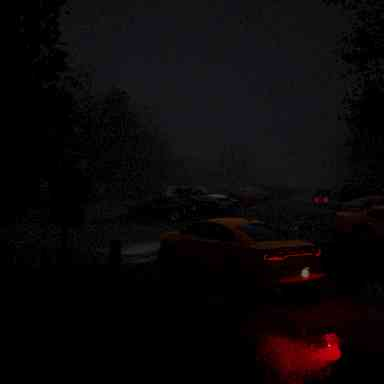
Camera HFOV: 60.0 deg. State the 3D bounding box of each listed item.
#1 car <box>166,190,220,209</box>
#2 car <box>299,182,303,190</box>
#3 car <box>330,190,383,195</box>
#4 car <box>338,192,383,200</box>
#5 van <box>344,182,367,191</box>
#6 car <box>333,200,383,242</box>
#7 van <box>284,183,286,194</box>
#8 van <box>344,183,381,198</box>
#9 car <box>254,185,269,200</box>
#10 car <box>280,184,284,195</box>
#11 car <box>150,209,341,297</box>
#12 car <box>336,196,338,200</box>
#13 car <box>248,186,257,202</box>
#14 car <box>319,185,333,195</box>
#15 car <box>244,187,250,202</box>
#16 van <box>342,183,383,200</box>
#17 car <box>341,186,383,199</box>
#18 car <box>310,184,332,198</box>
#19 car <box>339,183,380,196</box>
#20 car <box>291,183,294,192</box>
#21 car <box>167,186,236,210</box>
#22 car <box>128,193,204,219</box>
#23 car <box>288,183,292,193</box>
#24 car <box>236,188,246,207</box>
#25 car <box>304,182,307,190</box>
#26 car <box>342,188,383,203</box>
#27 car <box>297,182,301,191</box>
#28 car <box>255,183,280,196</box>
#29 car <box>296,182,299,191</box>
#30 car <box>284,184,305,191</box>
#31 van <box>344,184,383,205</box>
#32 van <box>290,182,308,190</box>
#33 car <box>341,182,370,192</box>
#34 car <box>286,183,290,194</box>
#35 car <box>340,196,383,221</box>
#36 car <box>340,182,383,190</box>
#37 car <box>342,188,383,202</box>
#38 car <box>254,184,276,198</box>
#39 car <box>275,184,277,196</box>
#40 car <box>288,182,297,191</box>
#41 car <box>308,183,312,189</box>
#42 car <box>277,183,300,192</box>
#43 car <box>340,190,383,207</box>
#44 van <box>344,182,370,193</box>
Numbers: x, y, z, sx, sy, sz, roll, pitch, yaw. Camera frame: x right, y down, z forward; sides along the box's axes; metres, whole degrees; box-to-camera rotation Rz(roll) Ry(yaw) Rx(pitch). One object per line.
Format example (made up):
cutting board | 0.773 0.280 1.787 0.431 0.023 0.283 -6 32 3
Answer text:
car | -0.812 0.917 24.589 5.008 1.535 2.097 1 3 25
car | 19.826 -0.831 70.054 5.366 1.575 1.946 1 2 25
car | 13.211 0.893 24.249 5.366 1.575 1.946 1 3 25
car | 9.998 1.100 16.719 4.553 1.767 2.185 1 3 25
van | 36.612 -1.193 74.554 4.442 1.987 1.878 1 2 25
car | 8.810 1.336 14.223 5.008 1.535 2.097 1 3 25
van | 12.006 -0.442 52.264 4.442 1.987 1.878 1 2 25
van | 23.866 -0.237 46.753 4.442 1.987 1.878 1 2 25
car | 6.003 0.244 39.906 5.366 1.575 1.946 1 3 25
car | 10.770 -0.102 49.786 4.792 1.488 2.163 1 2 25
car | 0.892 1.389 8.476 1.882 1.535 5.008 2 -1 -31
car | 11.045 1.149 19.154 4.792 1.488 2.163 1 3 25
car | 3.640 0.468 34.754 5.366 1.575 1.946 1 3 25
car | 22.807 -0.357 56.581 1.882 1.535 5.008 1 2 25
car | 2.658 0.585 32.153 4.892 1.521 2.231 1 3 25
van | 21.348 -0.064 41.799 4.442 1.987 1.878 1 2 24
car | 22.611 0.073 44.291 5.008 1.535 2.097 1 2 25
car | 18.517 -0.022 47.226 2.128 1.511 4.902 1 2 25
car | 26.043 -0.438 51.846 5.566 2.045 2.435 1 2 25
car | 15.342 -0.449 59.901 4.792 1.488 2.163 1 2 25
car | 0.365 0.555 27.090 5.566 2.045 2.435 1 3 25
car | -2.000 1.057 22.083 4.792 1.488 2.163 1 3 25
car | 14.186 -0.363 57.378 4.792 1.488 2.163 1 2 25
car | 1.665 0.695 29.557 5.366 1.575 1.946 1 3 25
car | 23.459 -1.086 77.547 5.008 1.535 2.097 1 2 25
car | 19.226 0.379 36.853 4.792 1.488 2.163 1 3 25
car | 18.832 -0.738 67.457 4.892 1.521 2.231 1 2 25
car | 9.616 -0.167 47.261 4.553 1.767 2.185 1 2 25
car | 17.687 -0.651 64.930 4.892 1.521 2.231 1 2 25
car | 24.623 -1.132 80.067 4.674 1.452 2.002 1 2 25
van | 18.152 0.230 34.289 4.442 1.987 1.878 1 3 25
van | 29.133 -1.672 90.184 4.442 1.987 1.878 1 1 25
car | 35.326 -1.134 72.096 5.566 2.045 2.435 1 2 25
car | 13.029 -0.276 54.856 4.792 1.488 2.163 1 2 25
car | 12.223 1.049 21.659 4.674 1.452 2.002 1 3 25
car | 15.712 0.427 29.181 5.566 2.045 2.435 1 3 25
car | 20.326 0.285 39.251 4.792 1.488 2.163 1 2 25
car | 7.446 0.149 42.162 5.366 1.575 1.946 1 3 25
car | 8.424 0.051 44.756 4.892 1.521 2.231 1 3 25
car | 16.357 -0.571 62.487 5.366 1.575 1.946 1 2 25
car | 26.959 -1.596 85.091 5.566 2.045 2.435 1 2 25
car | 21.123 -1.038 72.508 4.553 1.767 2.185 1 2 25
car | 16.815 0.596 31.732 4.792 1.488 2.163 1 3 25
van | 31.996 -0.847 64.486 4.442 1.987 1.878 1 2 25
